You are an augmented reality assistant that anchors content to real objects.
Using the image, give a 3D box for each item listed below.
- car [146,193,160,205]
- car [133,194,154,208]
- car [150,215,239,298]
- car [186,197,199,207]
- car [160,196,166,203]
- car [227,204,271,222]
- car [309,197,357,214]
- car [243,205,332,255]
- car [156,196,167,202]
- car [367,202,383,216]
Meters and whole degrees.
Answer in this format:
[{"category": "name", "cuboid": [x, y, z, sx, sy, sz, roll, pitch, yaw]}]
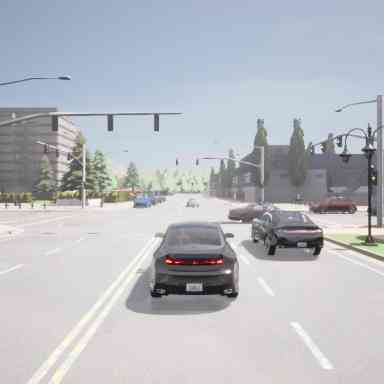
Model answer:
[{"category": "car", "cuboid": [-7.090, 1.477, 57.491, 1.882, 1.535, 5.008, 0, 0, 0]}, {"category": "car", "cuboid": [-7.137, 1.477, 47.898, 1.882, 1.535, 5.008, 0, 0, 1]}, {"category": "car", "cuboid": [0.061, 1.505, 8.530, 1.837, 1.490, 4.892, 0, 0, 0]}, {"category": "car", "cuboid": [0.106, 1.525, 52.469, 1.812, 1.442, 4.674, 0, 0, 0]}, {"category": "car", "cuboid": [-7.024, 1.491, 67.194, 2.128, 1.511, 4.902, 0, 0, 0]}, {"category": "car", "cuboid": [5.171, 1.547, 23.972, 5.357, 1.411, 2.033, 0, 0, 0]}, {"category": "car", "cuboid": [14.643, 1.352, 34.743, 4.553, 1.767, 2.097, 0, 0, -1]}, {"category": "car", "cuboid": [3.582, 1.491, 13.210, 2.128, 1.511, 4.902, 0, 0, 0]}, {"category": "car", "cuboid": [-7.010, 1.552, 76.924, 1.994, 1.385, 4.181, 0, 0, 0]}, {"category": "car", "cuboid": [19.083, 1.505, 31.293, 4.892, 1.490, 1.837, 0, 0, -1]}]
